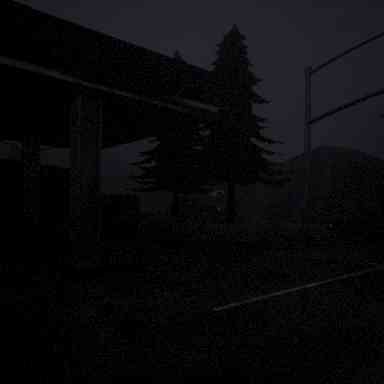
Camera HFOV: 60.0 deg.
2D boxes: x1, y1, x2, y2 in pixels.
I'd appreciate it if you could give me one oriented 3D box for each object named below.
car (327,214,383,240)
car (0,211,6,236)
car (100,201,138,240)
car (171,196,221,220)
[{"bbox_3d":[9.724,1.835,16.979,2.033,1.411,5.357,1,-2,-35],"label":"car"},{"bbox_3d":[-11.719,1.519,18.431,2.242,1.667,4.611,1,0,-36],"label":"car"},{"bbox_3d":[-4.587,1.445,18.252,1.905,1.878,3.866,1,0,-36],"label":"car"},{"bbox_3d":[0.242,1.430,30.314,2.150,2.045,5.566,1,0,-35],"label":"car"}]
